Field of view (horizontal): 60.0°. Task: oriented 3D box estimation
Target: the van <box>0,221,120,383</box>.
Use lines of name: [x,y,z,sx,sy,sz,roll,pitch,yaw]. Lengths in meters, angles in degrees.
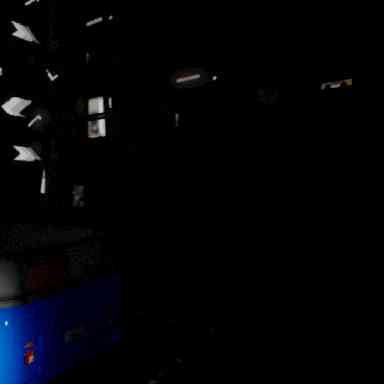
van: [-2.866,1.319,4.605,3.998,1.788,1.690,0,1,31]
